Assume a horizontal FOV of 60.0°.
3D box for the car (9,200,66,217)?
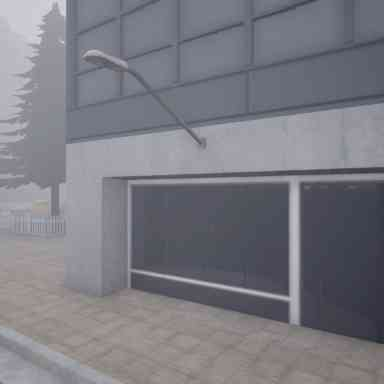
[{"bbox_3d":[-13.847,1.493,30.159,1.882,1.535,5.008,0,0,34],"label":"car"}]
